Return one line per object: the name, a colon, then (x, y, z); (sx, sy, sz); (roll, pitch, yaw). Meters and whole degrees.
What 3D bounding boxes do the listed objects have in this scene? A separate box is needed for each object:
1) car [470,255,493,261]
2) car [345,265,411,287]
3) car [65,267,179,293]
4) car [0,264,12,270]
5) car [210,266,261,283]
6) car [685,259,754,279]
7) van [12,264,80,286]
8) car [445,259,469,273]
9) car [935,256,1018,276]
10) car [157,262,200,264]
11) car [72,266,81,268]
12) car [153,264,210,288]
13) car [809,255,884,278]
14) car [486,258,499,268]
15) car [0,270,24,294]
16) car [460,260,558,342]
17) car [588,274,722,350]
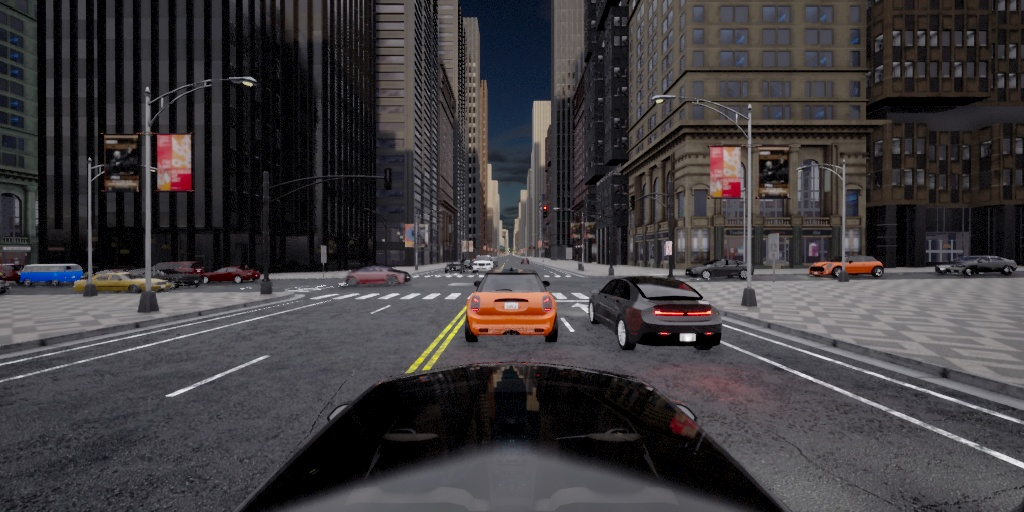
car: (-3.444, 0.956, 43.292); (2.150, 2.045, 5.566); (0, 0, 0)
car: (-9.194, 1.328, 24.744); (4.181, 1.385, 1.994); (-1, 0, 0)
car: (-23.878, 1.595, 22.084); (4.829, 1.417, 1.751); (0, 0, 0)
car: (-44.386, 1.624, 30.634); (5.009, 1.841, 2.192); (0, 0, 0)
car: (-24.037, 1.579, 30.611); (4.507, 1.381, 1.888); (0, 0, 0)
car: (16.129, 1.006, 27.976); (4.892, 1.490, 1.837); (-1, 0, 0)
van: (-39.299, 1.582, 30.628); (3.998, 1.789, 1.690); (0, 0, 0)
car: (-6.692, 1.299, 42.450); (1.994, 1.385, 4.181); (0, 0, 0)
car: (36.092, 0.726, 27.979); (4.902, 1.511, 2.128); (-1, 0, 0)
car: (-29.125, 1.418, 30.617); (5.009, 1.841, 2.192); (0, 0, 0)
car: (-34.212, 1.754, 30.622); (4.207, 1.307, 1.802); (0, 0, 0)
car: (-24.304, 1.539, 24.745); (5.008, 1.535, 1.882); (-1, 0, 0)
car: (25.956, 0.722, 27.978); (4.553, 1.767, 2.097); (-1, 0, 0)
car: (-3.456, 1.207, 63.531); (2.128, 1.511, 4.902); (0, 0, 0)
car: (-33.819, 1.753, 22.083); (4.403, 1.370, 2.007); (0, 0, 0)
car: (-0.006, 1.102, 9.897); (2.097, 1.767, 4.553); (0, 0, 0)
car: (3.236, 1.255, 9.036); (1.837, 1.490, 4.892); (0, 0, 0)
